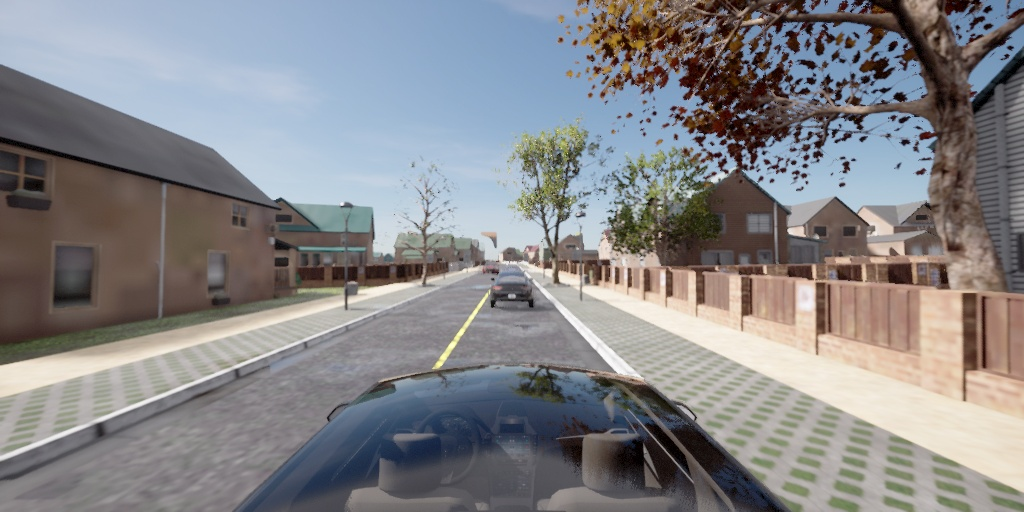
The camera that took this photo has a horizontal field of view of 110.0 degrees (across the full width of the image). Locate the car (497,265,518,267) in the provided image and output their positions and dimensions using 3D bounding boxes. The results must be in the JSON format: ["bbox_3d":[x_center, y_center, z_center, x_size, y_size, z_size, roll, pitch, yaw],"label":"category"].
[{"bbox_3d":[-0.006,1.578,30.850,2.033,1.411,5.357,0,-1,0],"label":"car"}]

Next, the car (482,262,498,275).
[{"bbox_3d":[-2.764,1.539,47.534,2.097,1.767,4.553,0,0,0],"label":"car"}]

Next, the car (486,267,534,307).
[{"bbox_3d":[0.000,1.414,16.234,1.812,1.442,4.674,0,0,0],"label":"car"}]
